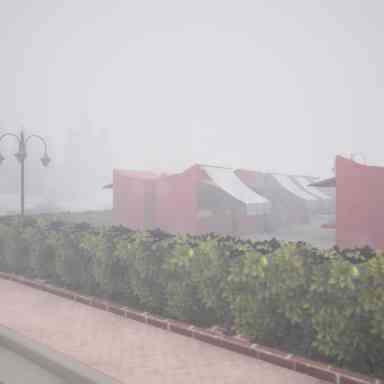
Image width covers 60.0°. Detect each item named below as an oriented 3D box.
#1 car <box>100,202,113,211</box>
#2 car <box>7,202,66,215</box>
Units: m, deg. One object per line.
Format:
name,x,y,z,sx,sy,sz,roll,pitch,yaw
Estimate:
car,-7.571,1.550,35.474,2.128,1.511,4.902,0,0,36
car,-12.967,1.584,28.003,1.812,1.442,4.674,0,0,35
